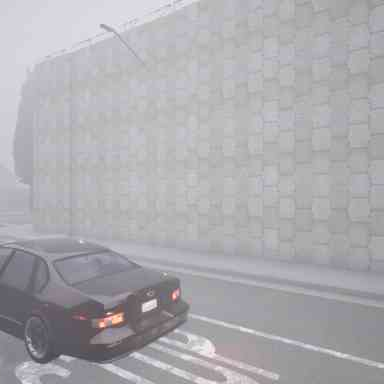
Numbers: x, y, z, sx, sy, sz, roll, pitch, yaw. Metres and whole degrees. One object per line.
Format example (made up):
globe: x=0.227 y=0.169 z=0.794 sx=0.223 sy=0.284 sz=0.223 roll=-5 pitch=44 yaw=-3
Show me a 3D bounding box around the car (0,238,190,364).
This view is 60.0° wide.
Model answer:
car: x=-2.611 y=1.547 z=5.841 sx=5.357 sy=1.411 sz=2.033 roll=0 pitch=0 yaw=35
